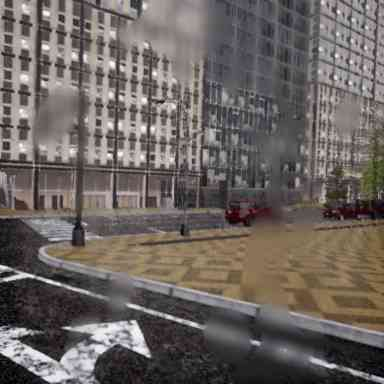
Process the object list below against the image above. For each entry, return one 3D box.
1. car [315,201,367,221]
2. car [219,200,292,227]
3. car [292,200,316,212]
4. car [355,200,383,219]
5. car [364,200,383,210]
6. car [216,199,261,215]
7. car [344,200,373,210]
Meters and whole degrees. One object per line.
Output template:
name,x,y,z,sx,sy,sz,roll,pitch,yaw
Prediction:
car,13.940,1.881,30.971,4.507,1.381,1.887,1,2,-34
car,4.593,1.510,24.561,5.009,1.841,2.192,1,2,-34
car,14.033,1.627,40.577,4.829,1.417,1.752,1,2,-34
car,18.625,1.723,34.167,5.009,1.841,2.192,1,2,-34
car,28.205,1.883,50.280,4.313,1.339,1.947,1,2,-34
car,4.817,1.512,34.270,4.403,1.369,2.008,1,2,-34
car,23.527,1.828,47.079,4.206,1.307,1.802,1,2,-34
